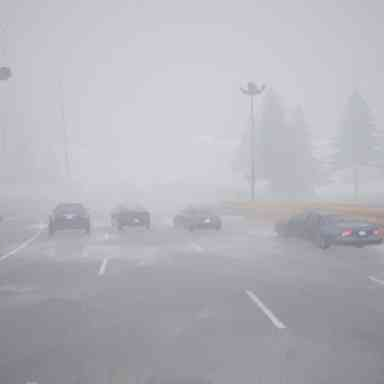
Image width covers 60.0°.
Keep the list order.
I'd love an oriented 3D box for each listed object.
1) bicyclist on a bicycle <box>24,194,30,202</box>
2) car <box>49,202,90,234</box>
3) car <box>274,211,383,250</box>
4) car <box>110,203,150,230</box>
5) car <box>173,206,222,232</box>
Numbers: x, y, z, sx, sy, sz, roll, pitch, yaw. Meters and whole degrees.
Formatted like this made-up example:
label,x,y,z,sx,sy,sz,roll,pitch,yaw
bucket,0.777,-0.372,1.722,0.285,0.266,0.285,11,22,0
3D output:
label,x,y,z,sx,sy,sz,roll,pitch,yaw
bicyclist on a bicycle,-33.807,1.192,68.340,0.582,1.620,1.656,1,-21,23
car,-7.157,1.355,19.524,2.097,1.767,4.553,0,0,-20
car,5.493,1.512,14.275,2.033,1.411,5.357,0,0,-13
car,-3.999,1.457,21.111,1.882,1.535,5.008,0,0,-20
car,0.235,1.530,20.040,1.994,1.385,4.181,0,0,-18
